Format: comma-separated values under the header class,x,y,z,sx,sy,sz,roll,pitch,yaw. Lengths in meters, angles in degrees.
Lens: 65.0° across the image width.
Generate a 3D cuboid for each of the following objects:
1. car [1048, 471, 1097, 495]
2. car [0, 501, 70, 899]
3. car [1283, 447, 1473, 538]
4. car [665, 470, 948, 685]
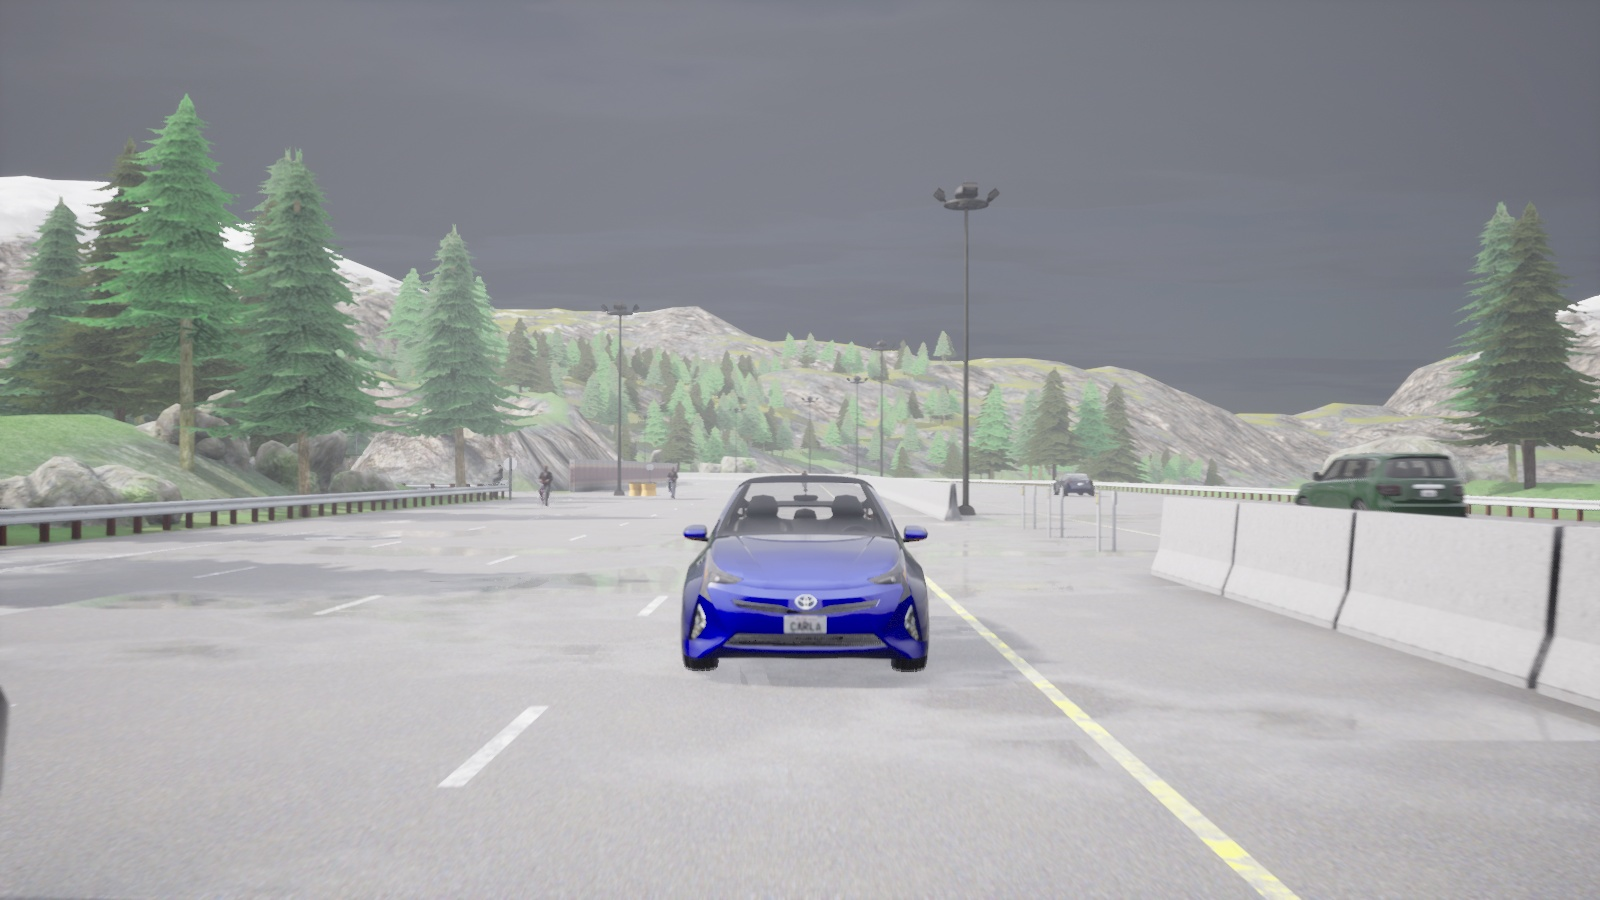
class,x,y,z,sx,sy,sz,roll,pitch,yaw
car,17.799,2.117,82.105,2.163,1.488,4.792,0,-1,0
car,-3.482,0.868,1.938,1.837,1.490,4.892,0,-1,0
car,14.119,0.998,31.143,2.150,2.045,5.566,0,-1,0
car,0.051,0.949,11.203,2.007,1.525,4.514,0,-1,0
